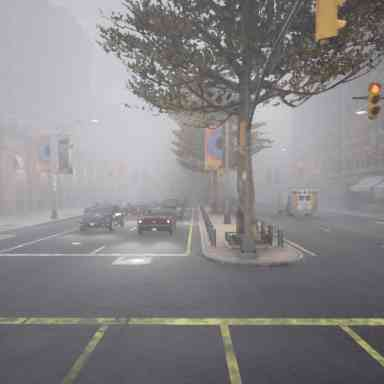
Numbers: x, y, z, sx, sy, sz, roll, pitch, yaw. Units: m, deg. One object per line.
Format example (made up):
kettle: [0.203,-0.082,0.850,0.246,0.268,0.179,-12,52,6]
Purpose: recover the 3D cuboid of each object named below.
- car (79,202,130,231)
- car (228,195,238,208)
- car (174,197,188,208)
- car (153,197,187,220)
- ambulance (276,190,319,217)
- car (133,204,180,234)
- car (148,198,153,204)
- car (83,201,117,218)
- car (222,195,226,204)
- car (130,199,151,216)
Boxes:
car: [-5.401,1.505,20.533,1.837,1.490,4.892,0,0,1]
car: [6.527,1.505,49.538,1.837,1.490,4.892,0,0,1]
car: [-1.524,1.526,49.259,1.812,1.442,4.674,0,0,2]
car: [-1.811,1.352,28.296,2.097,1.767,4.553,0,0,1]
ambulance: [9.826,1.031,31.746,2.351,2.431,6.366,0,0,1]
car: [-1.915,1.601,19.242,1.895,1.301,4.718,0,0,1]
car: [-5.157,1.526,40.645,1.812,1.442,4.674,0,0,0]
car: [-8.434,1.595,30.925,1.895,1.301,4.718,0,0,0]
car: [6.644,1.352,59.928,2.097,1.767,4.553,0,0,1]
car: [-5.289,1.601,30.417,1.895,1.301,4.718,0,0,1]
